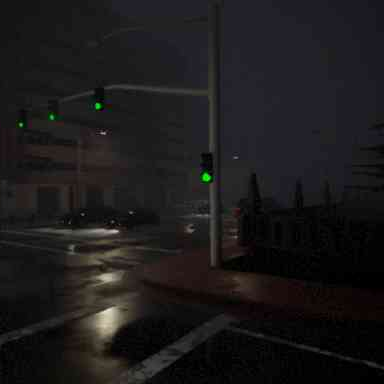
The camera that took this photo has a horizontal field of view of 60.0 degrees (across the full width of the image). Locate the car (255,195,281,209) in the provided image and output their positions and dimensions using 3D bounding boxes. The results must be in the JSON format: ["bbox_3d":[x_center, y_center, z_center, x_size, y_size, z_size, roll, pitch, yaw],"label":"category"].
[{"bbox_3d":[12.314,1.528,53.649,2.150,2.045,5.566,-1,-1,35],"label":"car"}]

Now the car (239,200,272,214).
[{"bbox_3d":[7.953,1.817,41.442,2.033,1.411,5.357,-1,-1,35],"label":"car"}]

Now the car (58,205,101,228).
[{"bbox_3d":[-7.672,1.818,25.199,1.837,1.490,4.892,-1,0,35],"label":"car"}]

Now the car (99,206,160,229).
[{"bbox_3d":[-4.224,1.835,24.023,1.994,1.385,4.181,-1,0,35],"label":"car"}]

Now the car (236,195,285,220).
[{"bbox_3d":[5.336,1.406,25.322,2.150,2.045,5.566,-1,-1,35],"label":"car"}]

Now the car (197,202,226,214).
[{"bbox_3d":[2.330,1.878,39.510,1.994,1.385,4.181,-1,0,35],"label":"car"}]
